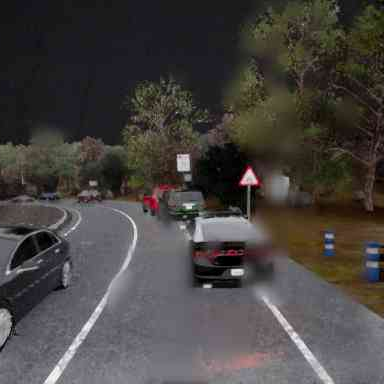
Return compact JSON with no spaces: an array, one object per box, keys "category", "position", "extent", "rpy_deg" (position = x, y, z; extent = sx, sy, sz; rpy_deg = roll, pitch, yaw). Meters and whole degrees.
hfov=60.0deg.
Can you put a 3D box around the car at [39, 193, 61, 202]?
[{"category":"car","position":[-23.795,0.861,54.971],"extent":[4.718,1.301,1.895],"rpy_deg":[-2,4,38]}]

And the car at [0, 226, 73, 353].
[{"category":"car","position":[-3.612,1.459,5.974],"extent":[1.837,1.490,4.892],"rpy_deg":[0,1,-3]}]

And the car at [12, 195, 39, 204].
[{"category":"car","position":[-26.790,1.164,52.778],"extent":[4.181,1.385,1.994],"rpy_deg":[-2,4,38]}]

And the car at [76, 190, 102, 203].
[{"category":"car","position":[-13.996,0.494,44.941],"extent":[2.097,1.767,4.553],"rpy_deg":[-5,3,-39]}]

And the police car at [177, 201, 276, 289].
[{"category":"police car","position":[0.716,1.291,9.053],"extent":[1.930,1.638,5.238],"rpy_deg":[0,2,-4]}]

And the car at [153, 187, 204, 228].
[{"category":"car","position":[-0.720,0.799,19.272],"extent":[2.150,2.045,5.566],"rpy_deg":[-1,2,-12]}]

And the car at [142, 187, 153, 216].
[{"category":"car","position":[-2.368,0.636,25.322],"extent":[2.150,2.045,5.566],"rpy_deg":[-2,2,-18]}]
